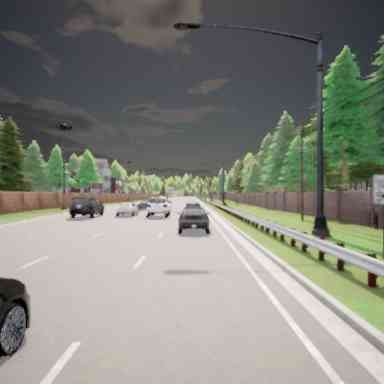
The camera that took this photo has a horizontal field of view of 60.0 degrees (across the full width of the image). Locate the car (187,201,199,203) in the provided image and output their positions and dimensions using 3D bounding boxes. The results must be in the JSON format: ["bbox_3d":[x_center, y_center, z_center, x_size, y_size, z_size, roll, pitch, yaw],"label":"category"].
[{"bbox_3d":[0.117,1.851,42.037,2.128,1.511,4.902,0,0,0],"label":"car"}]

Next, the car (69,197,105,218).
[{"bbox_3d":[-10.386,1.505,33.213,2.150,2.045,5.566,0,0,0],"label":"car"}]

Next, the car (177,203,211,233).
[{"bbox_3d":[0.110,1.687,21.120,1.837,1.490,4.892,0,0,0],"label":"car"}]

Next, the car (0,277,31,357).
[{"bbox_3d":[-3.398,1.519,3.205,2.128,1.511,4.902,0,-1,0],"label":"car"}]

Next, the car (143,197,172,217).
[{"bbox_3d":[-3.385,1.520,34.819,2.150,2.045,5.566,0,0,0],"label":"car"}]

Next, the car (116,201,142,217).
[{"bbox_3d":[-6.889,1.830,35.716,1.812,1.442,4.674,0,-1,-1],"label":"car"}]
